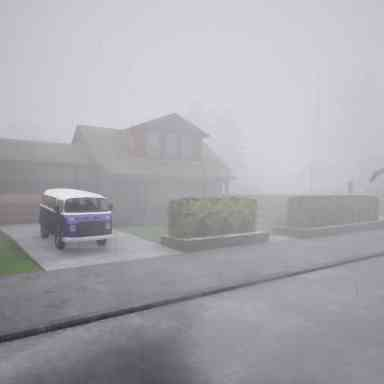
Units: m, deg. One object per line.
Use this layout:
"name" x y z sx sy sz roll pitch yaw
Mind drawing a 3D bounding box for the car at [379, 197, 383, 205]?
"car" 24.700 0.985 41.441 3.866 1.878 1.905 0 0 0
